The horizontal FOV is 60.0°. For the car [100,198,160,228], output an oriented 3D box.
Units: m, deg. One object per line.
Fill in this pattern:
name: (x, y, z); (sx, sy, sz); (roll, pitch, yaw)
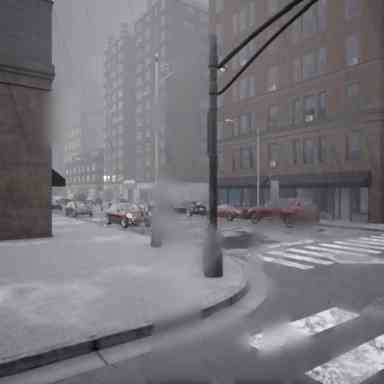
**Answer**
car: (-4.132, 1.428, 21.742); (1.967, 1.590, 4.097); (0, 0, -35)

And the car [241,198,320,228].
car: (6.005, 1.306, 22.155); (2.192, 1.841, 5.009); (0, 0, -35)

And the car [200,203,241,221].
car: (2.825, 1.568, 26.672); (1.802, 1.307, 4.206); (0, 0, -35)

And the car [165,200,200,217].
car: (-0.355, 1.547, 31.188); (1.947, 1.339, 4.313); (0, 0, -35)

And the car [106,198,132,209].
car: (-9.895, 1.529, 44.738); (1.947, 1.339, 4.313); (0, 0, -35)

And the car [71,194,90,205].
car: (-20.044, 1.295, 59.596); (2.097, 1.767, 4.553); (0, 0, -35)

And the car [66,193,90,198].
car: (-18.214, 1.173, 51.761); (2.150, 2.045, 5.566); (0, 0, -35)

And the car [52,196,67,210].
car: (-16.855, 1.510, 39.814); (1.887, 1.381, 4.507); (0, 0, -35)

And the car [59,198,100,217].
car: (-10.493, 1.528, 30.778); (2.008, 1.369, 4.403); (0, 0, -35)

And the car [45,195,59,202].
car: (-32.153, 1.468, 76.354); (2.008, 1.369, 4.403); (0, 0, -35)

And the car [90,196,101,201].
car: (-16.004, 1.454, 53.915); (1.837, 1.490, 4.892); (0, 0, -35)

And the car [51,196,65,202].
car: (-28.973, 1.475, 71.838); (2.008, 1.369, 4.403); (0, 0, -35)

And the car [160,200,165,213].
car: (-3.535, 1.526, 35.705); (2.008, 1.369, 4.403); (0, 0, -35)
